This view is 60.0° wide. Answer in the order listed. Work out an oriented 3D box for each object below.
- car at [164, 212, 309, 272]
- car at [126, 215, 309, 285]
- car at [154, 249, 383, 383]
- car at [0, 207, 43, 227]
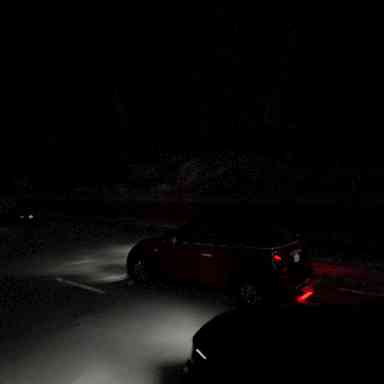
[{"bbox_3d":[1.413,1.585,11.877,4.892,1.490,1.837,-1,0,38],"label":"car"},{"bbox_3d":[0.483,1.410,8.179,4.553,1.767,2.097,-1,-1,37],"label":"car"},{"bbox_3d":[2.095,1.532,2.587,4.674,1.442,1.812,-1,-1,35],"label":"car"},{"bbox_3d":[-12.952,1.816,25.049,2.033,1.411,5.357,0,-1,-43],"label":"car"}]
